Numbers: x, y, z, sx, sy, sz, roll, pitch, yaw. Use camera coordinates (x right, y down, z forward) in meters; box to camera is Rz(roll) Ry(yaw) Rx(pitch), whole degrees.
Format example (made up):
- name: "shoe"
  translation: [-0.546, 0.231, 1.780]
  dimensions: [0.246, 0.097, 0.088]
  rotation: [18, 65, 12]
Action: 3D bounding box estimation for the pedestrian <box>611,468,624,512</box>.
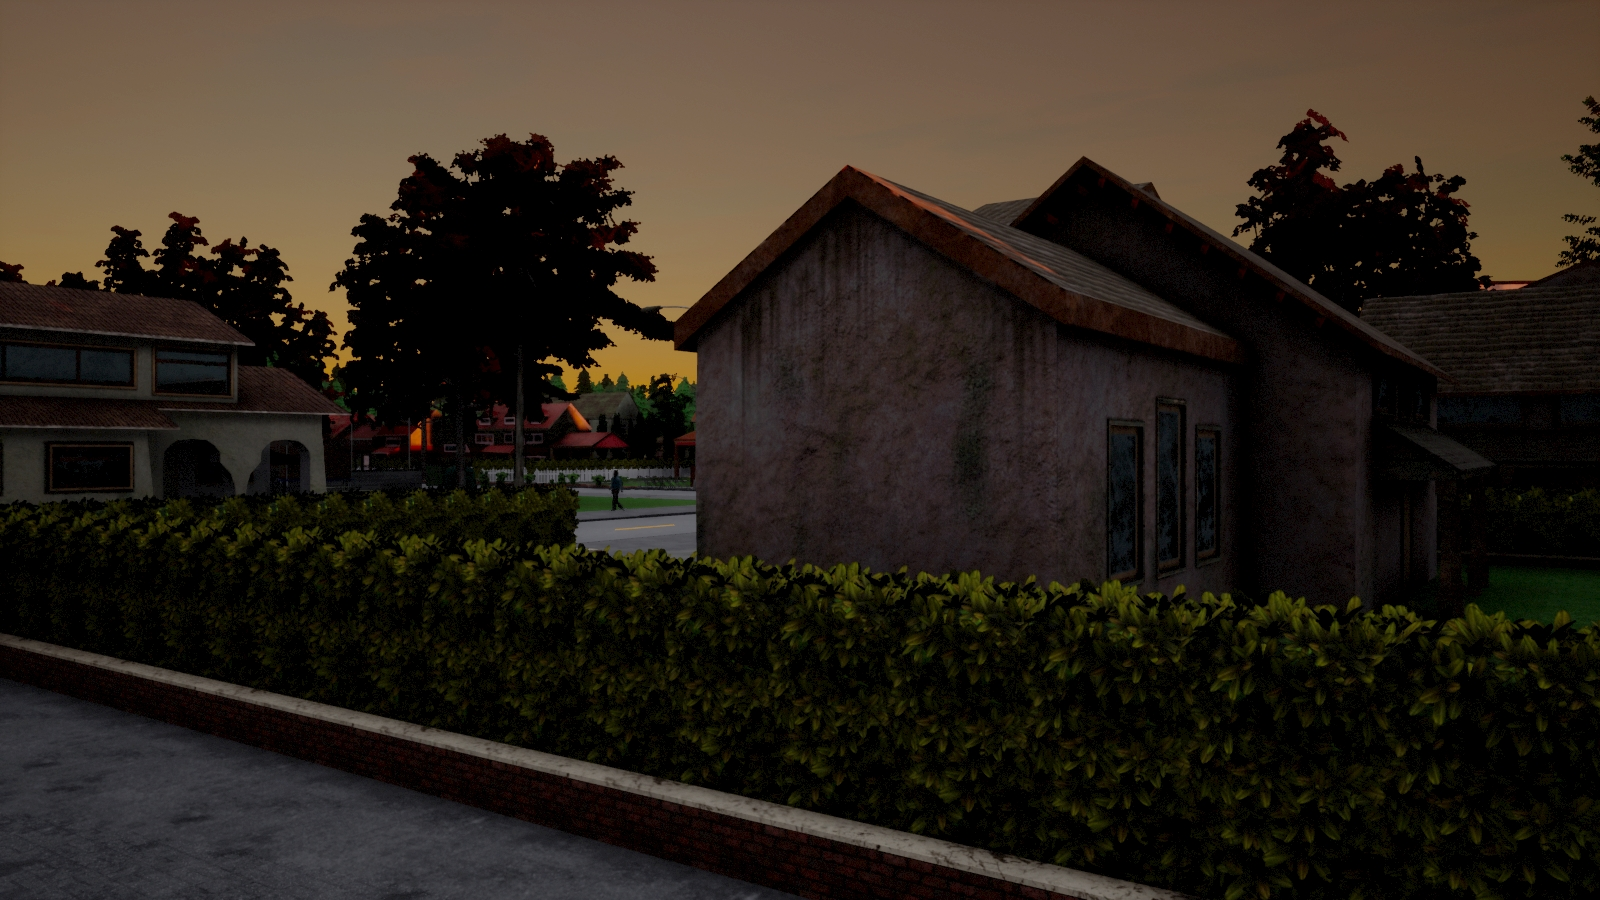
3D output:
- name: "pedestrian"
  translation: [-7.911, 1.733, 49.552]
  dimensions: [0.375, 1.860, 0.375]
  rotation: [0, 0, 31]
